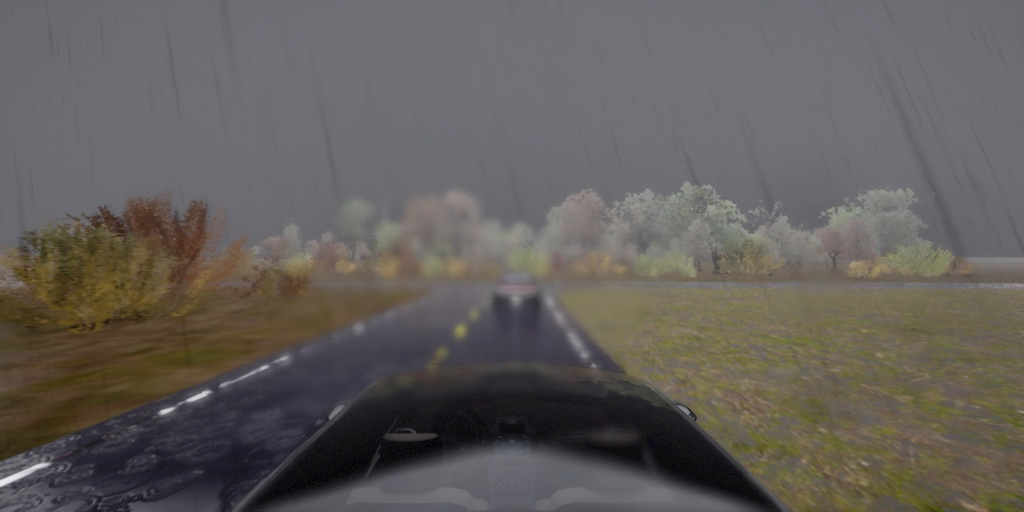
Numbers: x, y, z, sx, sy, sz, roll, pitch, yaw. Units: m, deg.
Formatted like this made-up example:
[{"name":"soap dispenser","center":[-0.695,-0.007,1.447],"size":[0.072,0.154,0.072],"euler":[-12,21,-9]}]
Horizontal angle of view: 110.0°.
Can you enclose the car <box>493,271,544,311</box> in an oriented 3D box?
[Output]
[{"name":"car","center":[0.294,1.384,15.251],"size":[2.128,1.511,4.902],"euler":[0,0,3]}]

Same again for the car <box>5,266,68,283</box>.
[{"name":"car","center":[-41.369,1.618,31.567],"size":[4.892,1.490,1.837],"euler":[0,-1,2]}]

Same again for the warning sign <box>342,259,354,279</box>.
[{"name":"warning sign","center":[-15.359,1.225,33.337],"size":[1.060,1.860,1.300],"euler":[0,0,2]}]
